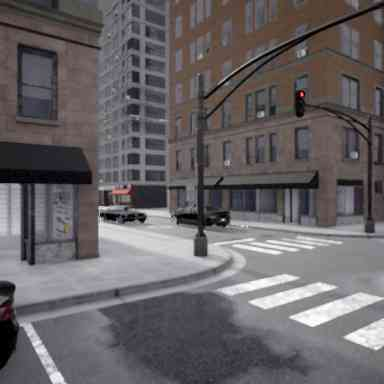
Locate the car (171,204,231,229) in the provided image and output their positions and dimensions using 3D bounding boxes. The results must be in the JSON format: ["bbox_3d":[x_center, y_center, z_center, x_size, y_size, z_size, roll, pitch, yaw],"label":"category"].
[{"bbox_3d":[0.468,1.552,22.207,1.882,1.535,5.008,0,0,-35],"label":"car"}]

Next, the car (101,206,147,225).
[{"bbox_3d":[-5.204,1.702,25.147,1.895,1.301,4.718,0,0,-36],"label":"car"}]

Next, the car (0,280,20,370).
[{"bbox_3d":[-4.092,1.565,3.257,4.313,1.339,1.947,0,0,-36],"label":"car"}]
